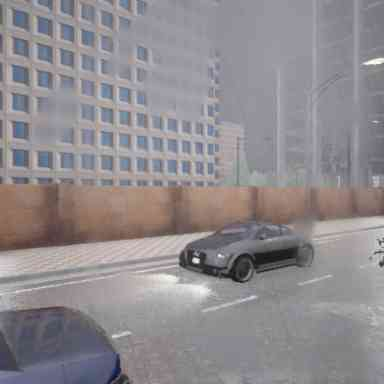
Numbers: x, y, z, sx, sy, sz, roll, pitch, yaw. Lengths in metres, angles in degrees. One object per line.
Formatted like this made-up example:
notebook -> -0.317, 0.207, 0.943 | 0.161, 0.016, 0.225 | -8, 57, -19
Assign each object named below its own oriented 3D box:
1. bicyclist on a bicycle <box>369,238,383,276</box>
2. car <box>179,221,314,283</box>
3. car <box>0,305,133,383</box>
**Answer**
bicyclist on a bicycle -> 5.405, 1.455, 8.603 | 0.582, 1.620, 1.656 | 0, -2, -37
car -> 1.688, 1.562, 9.698 | 4.181, 1.385, 1.994 | 0, 0, -37
car -> -2.971, 1.547, 1.757 | 5.357, 1.411, 2.033 | 0, 0, -37
